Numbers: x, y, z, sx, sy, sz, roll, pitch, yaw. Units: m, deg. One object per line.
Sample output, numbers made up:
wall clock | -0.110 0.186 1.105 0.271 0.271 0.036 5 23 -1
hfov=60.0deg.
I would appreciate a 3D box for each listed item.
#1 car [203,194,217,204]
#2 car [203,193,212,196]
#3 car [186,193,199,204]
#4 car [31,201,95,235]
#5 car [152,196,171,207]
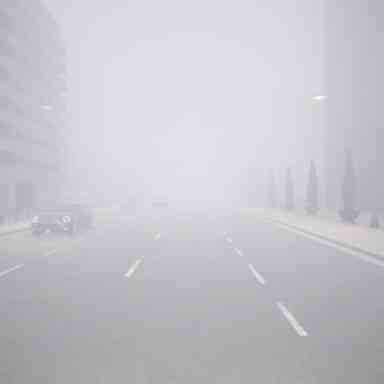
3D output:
car | 3.633 1.560 64.003 1.812 1.442 4.674 0 0 0
car | 3.656 1.194 74.033 2.150 2.045 5.566 0 0 0
car | 0.131 1.265 63.624 2.150 2.045 5.566 0 0 0
car | -7.039 1.356 18.538 2.097 1.767 4.553 0 0 0
car | -3.422 1.142 37.886 1.882 1.535 5.008 0 0 0
